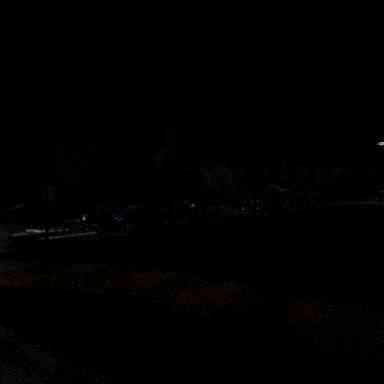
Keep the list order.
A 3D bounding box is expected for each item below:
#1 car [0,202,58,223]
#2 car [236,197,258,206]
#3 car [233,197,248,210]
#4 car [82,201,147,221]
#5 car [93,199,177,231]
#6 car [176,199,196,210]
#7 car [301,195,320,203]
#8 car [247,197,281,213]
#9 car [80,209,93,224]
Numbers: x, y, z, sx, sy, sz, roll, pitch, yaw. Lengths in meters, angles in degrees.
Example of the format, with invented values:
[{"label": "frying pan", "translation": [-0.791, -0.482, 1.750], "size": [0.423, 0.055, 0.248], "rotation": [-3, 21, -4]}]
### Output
[{"label": "car", "translation": [-12.781, 1.517, 25.821], "size": [1.812, 1.442, 4.674], "rotation": [0, 0, 36]}, {"label": "car", "translation": [9.286, 1.552, 56.040], "size": [1.812, 1.442, 4.674], "rotation": [0, 0, 36]}, {"label": "car", "translation": [7.397, 1.594, 41.676], "size": [1.895, 1.301, 4.718], "rotation": [0, 0, 36]}, {"label": "car", "translation": [-6.502, 1.539, 28.511], "size": [2.033, 1.411, 5.357], "rotation": [0, 0, 36]}, {"label": "car", "translation": [-3.378, 1.472, 20.900], "size": [1.882, 1.535, 5.008], "rotation": [0, 0, 36]}, {"label": "car", "translation": [-1.582, 1.538, 41.240], "size": [2.033, 1.411, 5.357], "rotation": [0, 0, 36]}, {"label": "car", "translation": [17.783, 1.127, 49.870], "size": [1.882, 1.535, 5.008], "rotation": [0, 0, 36]}, {"label": "car", "translation": [8.353, 1.500, 37.044], "size": [1.837, 1.490, 4.892], "rotation": [0, 0, 36]}, {"label": "car", "translation": [-5.633, 1.485, 23.751], "size": [2.128, 1.511, 4.902], "rotation": [0, 0, 36]}]
